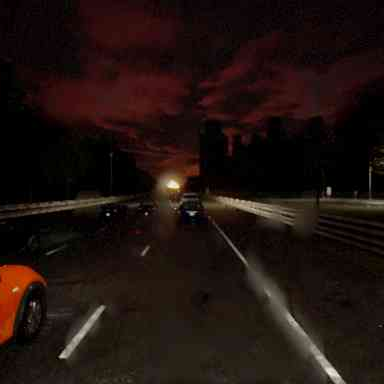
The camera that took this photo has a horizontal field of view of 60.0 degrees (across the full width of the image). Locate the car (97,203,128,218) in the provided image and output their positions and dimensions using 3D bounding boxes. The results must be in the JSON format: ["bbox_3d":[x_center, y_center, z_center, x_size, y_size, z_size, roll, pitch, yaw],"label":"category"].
[{"bbox_3d":[-7.119,1.618,30.315,1.895,1.301,4.718,0,0,-1],"label":"car"}]

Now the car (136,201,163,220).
[{"bbox_3d":[-3.595,1.510,28.491,2.128,1.511,4.902,0,0,-1],"label":"car"}]

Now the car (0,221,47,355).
[{"bbox_3d":[-3.410,1.358,3.604,2.097,1.767,4.553,0,0,0],"label":"car"}]

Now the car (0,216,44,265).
[{"bbox_3d":[-6.934,1.615,11.147,1.895,1.301,4.718,0,0,0],"label":"car"}]

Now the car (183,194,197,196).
[{"bbox_3d":[-0.278,1.207,40.118,2.150,2.045,5.566,0,0,-1],"label":"car"}]

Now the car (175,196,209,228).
[{"bbox_3d":[-0.024,1.370,22.303,2.097,1.767,4.553,0,0,-1],"label":"car"}]
